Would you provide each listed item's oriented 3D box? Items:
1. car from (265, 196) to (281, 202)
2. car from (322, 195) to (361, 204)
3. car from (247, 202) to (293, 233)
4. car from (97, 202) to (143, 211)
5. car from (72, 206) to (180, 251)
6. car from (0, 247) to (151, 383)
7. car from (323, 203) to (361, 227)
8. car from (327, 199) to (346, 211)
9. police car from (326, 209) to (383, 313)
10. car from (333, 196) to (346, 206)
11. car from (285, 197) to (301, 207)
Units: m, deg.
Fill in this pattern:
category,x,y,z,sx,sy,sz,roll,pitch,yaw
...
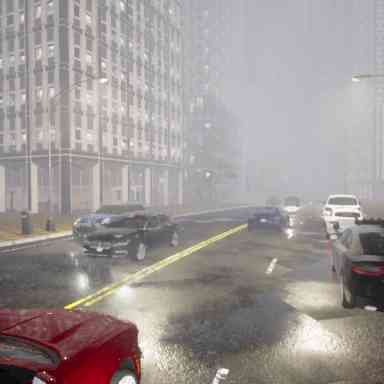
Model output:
category,x,y,z,sx,sy,sz,roll,pitch,yaw
car,13.348,1.416,54.367,1.882,1.535,5.008,0,0,24
car,9.942,1.216,22.095,2.150,2.045,5.566,0,0,23
car,4.667,1.550,19.972,1.994,1.385,4.181,0,0,22
car,-3.826,1.335,16.677,2.097,1.767,4.553,0,0,21
car,-1.980,1.495,12.327,1.837,1.490,4.892,0,0,20
car,-1.967,1.477,1.615,1.882,1.535,5.008,0,0,17
car,7.694,1.519,16.659,1.812,1.442,4.674,0,0,22
car,17.983,1.576,41.226,1.895,1.301,4.718,0,0,27
police car,4.311,1.422,7.629,1.930,1.638,5.238,0,0,19
car,25.050,1.429,56.711,1.882,1.535,5.008,0,0,22
car,15.464,1.473,51.182,1.812,1.442,4.674,0,0,25
